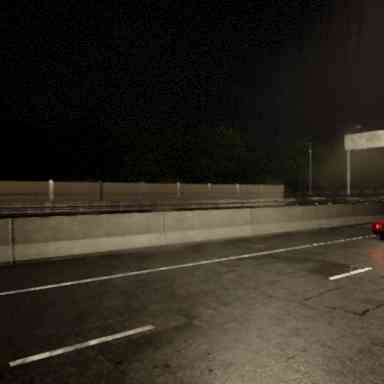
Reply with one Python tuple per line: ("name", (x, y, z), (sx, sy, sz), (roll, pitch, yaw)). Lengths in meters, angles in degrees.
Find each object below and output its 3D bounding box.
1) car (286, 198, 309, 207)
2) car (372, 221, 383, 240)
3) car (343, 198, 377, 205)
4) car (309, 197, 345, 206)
("car", (13.133, 1.456, 39.302), (5.008, 1.535, 1.882), (0, 0, -36))
("car", (10.500, 1.589, 15.585), (4.718, 1.301, 1.895), (0, 0, -36))
("car", (17.732, 1.542, 33.990), (4.181, 1.385, 1.994), (0, 0, -36))
("car", (15.438, 1.331, 36.650), (4.553, 1.767, 2.097), (0, 0, -36))
